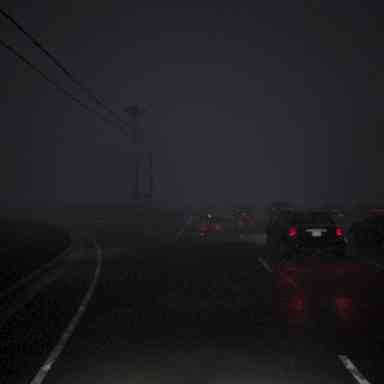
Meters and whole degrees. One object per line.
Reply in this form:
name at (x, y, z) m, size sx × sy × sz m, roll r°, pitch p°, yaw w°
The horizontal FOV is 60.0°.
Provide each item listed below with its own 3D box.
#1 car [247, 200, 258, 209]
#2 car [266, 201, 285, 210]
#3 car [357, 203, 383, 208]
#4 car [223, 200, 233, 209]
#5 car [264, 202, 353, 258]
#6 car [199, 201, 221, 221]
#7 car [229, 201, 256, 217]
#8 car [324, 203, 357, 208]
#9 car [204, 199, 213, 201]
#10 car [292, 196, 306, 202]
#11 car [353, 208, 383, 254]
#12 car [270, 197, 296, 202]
car at (9.729, 2.034, 54.726) m, size 2.128 × 1.511 × 4.902 m, roll -1°, pitch -1°, yaw 3°
car at (13.140, 2.092, 52.671) m, size 1.895 × 1.301 × 4.718 m, roll -1°, pitch -1°, yaw 3°
car at (15.589, 1.716, 29.693) m, size 1.837 × 1.490 × 4.892 m, roll -1°, pitch -1°, yaw 3°
car at (6.279, 2.109, 55.868) m, size 1.812 × 1.442 × 4.674 m, roll -1°, pitch -1°, yaw 3°
car at (4.330, 1.470, 13.411) m, size 2.097 × 1.767 × 4.553 m, roll 0°, pitch -1°, yaw 3°
car at (1.624, 1.865, 30.837) m, size 1.812 × 1.442 × 4.674 m, roll -1°, pitch -1°, yaw 3°
car at (5.354, 1.964, 35.693) m, size 1.895 × 1.301 × 4.718 m, roll -1°, pitch -1°, yaw 3°
car at (12.057, 1.725, 29.076) m, size 2.128 × 1.511 × 4.902 m, roll -1°, pitch -1°, yaw 3°
car at (2.701, 1.947, 54.282) m, size 2.097 × 1.767 × 4.553 m, roll -1°, pitch -1°, yaw 3°
car at (16.679, 1.692, 53.529) m, size 2.150 × 2.045 × 5.566 m, roll -1°, pitch -1°, yaw 3°
car at (7.819, 1.591, 13.053) m, size 1.837 × 1.490 × 4.892 m, roll 0°, pitch -1°, yaw 3°
car at (8.780, 1.669, 34.061) m, size 2.097 × 1.767 × 4.553 m, roll -1°, pitch -1°, yaw 3°
